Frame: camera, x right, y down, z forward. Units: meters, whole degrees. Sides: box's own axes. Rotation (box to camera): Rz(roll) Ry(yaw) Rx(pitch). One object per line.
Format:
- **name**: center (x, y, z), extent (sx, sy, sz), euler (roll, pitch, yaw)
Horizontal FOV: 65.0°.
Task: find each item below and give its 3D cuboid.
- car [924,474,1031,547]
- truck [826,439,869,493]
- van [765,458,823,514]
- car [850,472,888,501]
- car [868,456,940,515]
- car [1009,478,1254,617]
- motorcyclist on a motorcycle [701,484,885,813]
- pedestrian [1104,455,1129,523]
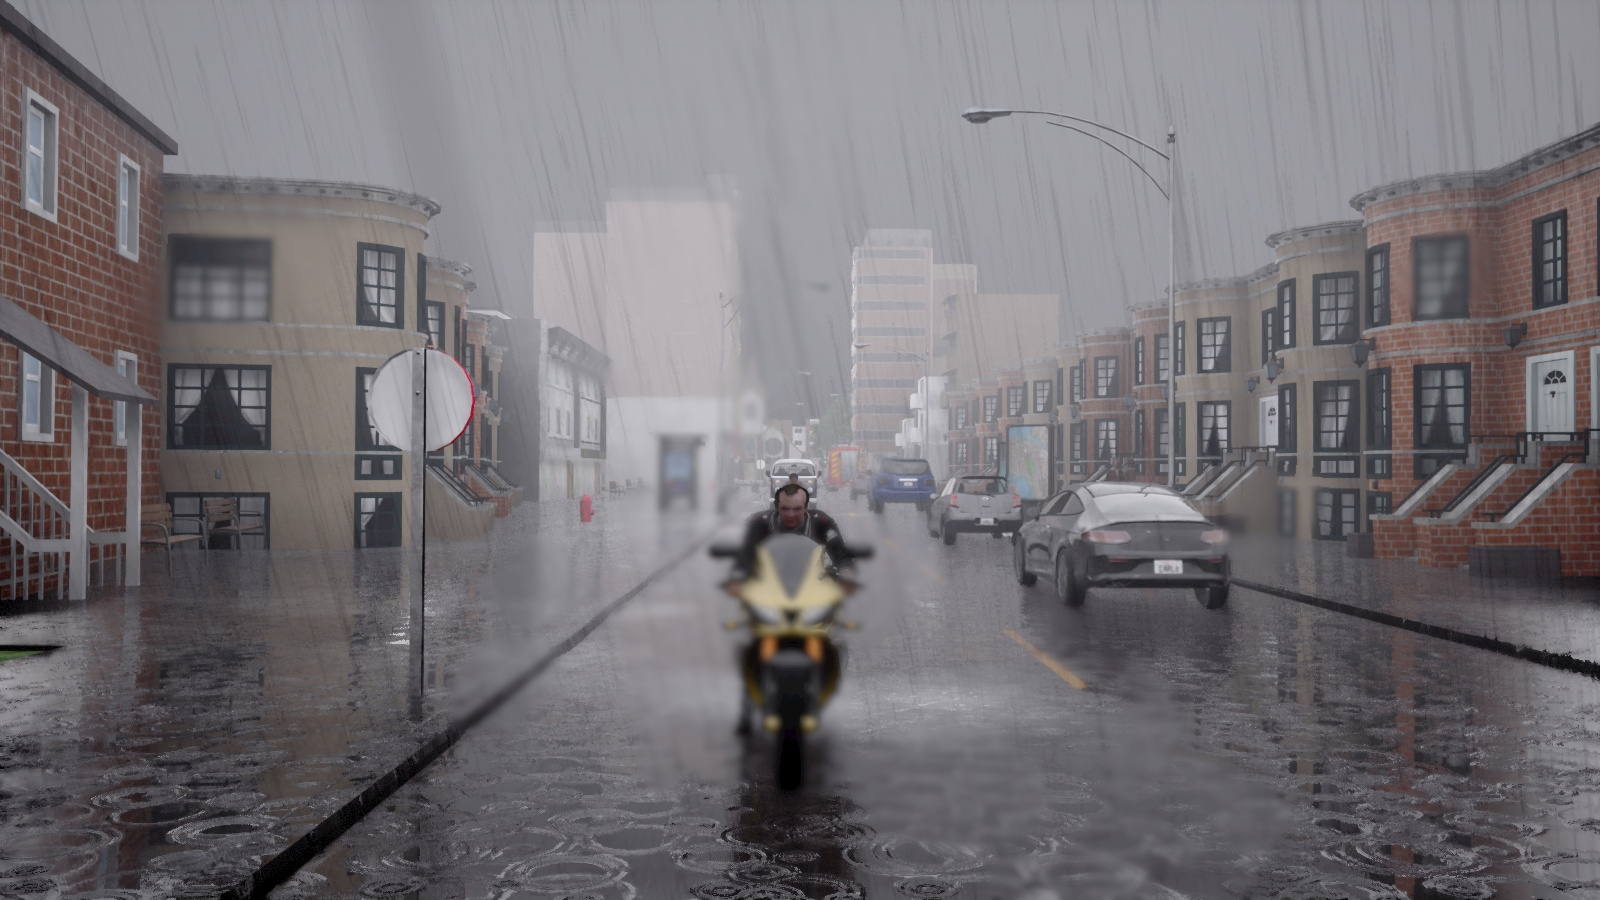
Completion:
- **car**: center (3.868, 1.280, 27.904), extent (1.845, 1.501, 3.633), euler (0, -1, 0)
- **truck**: center (3.521, 1.223, 94.763), extent (2.891, 3.827, 8.468), euler (0, -1, 0)
- **van**: center (-0.222, 1.333, 47.418), extent (2.069, 2.038, 4.480), euler (0, -1, 0)
- **car**: center (3.688, 1.943, 67.448), extent (1.845, 1.501, 3.633), euler (0, -1, 0)
- **car**: center (3.782, 1.300, 46.666), extent (2.150, 2.045, 5.566), euler (0, -1, 0)
- **car**: center (3.923, 1.088, 15.728), extent (1.812, 1.442, 4.674), euler (0, -1, 0)
- **motorcyclist on a motorcycle**: center (-0.038, 0.968, 7.051), extent (0.866, 1.530, 2.191), euler (0, -1, 0)
- **pedestrian**: center (8.728, 1.069, 34.631), extent (0.376, 1.854, 0.720), euler (0, -1, -10)
